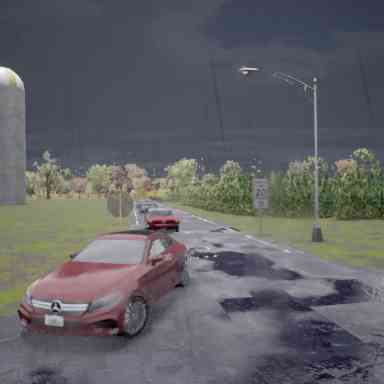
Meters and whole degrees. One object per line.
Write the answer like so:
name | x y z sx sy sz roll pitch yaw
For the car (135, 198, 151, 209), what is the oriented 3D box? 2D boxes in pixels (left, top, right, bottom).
car | -7.545 1.725 51.022 2.128 1.511 4.902 -1 0 -11

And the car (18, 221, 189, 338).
car | -1.363 1.577 6.951 1.812 1.442 4.674 0 -1 15

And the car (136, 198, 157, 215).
car | -4.842 1.734 36.709 1.994 1.385 4.181 -1 0 -10

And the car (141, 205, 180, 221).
car | -1.899 1.698 20.248 1.895 1.301 4.718 -1 0 -10
